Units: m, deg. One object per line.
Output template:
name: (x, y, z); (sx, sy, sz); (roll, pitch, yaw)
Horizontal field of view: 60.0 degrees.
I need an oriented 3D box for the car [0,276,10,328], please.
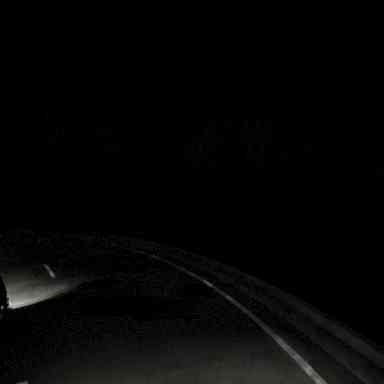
car: (-3.935, 1.585, 4.144); (1.994, 1.385, 4.181); (0, 0, -10)
